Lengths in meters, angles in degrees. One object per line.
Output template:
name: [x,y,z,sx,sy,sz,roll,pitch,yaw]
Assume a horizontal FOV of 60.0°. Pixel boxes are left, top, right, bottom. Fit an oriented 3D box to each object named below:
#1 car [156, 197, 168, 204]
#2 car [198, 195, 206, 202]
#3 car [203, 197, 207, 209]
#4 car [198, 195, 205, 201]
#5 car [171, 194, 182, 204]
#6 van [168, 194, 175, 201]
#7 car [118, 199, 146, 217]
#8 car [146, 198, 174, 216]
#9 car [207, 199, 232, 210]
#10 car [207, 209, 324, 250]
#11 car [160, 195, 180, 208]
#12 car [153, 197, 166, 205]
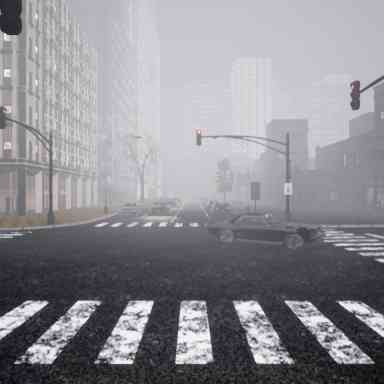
car: [-5.727,1.600,64.101,1.947,1.339,4.313,0,0,0]
car: [2.647,1.600,75.187,2.008,1.369,4.403,0,0,0]
car: [2.667,1.598,41.943,1.802,1.307,4.206,0,0,0]
car: [2.637,1.639,91.810,1.947,1.339,4.313,0,0,0]
car: [-3.037,1.601,65.159,1.994,1.385,4.181,0,0,0]
van: [-5.743,1.414,91.805,1.690,1.788,3.998,0,0,0]
car: [-5.707,1.591,30.855,1.802,1.307,4.206,0,0,0]
car: [-3.117,1.574,32.565,1.994,1.385,4.181,0,0,0]
car: [2.674,1.554,30.860,1.887,1.381,4.507,0,0,0]
car: [3.115,1.601,14.374,4.718,1.301,1.895,0,0,32]
car: [-3.122,1.584,48.387,1.994,1.385,4.181,0,0,0]
car: [-5.724,1.594,58.559,1.947,1.339,4.313,0,0,0]
